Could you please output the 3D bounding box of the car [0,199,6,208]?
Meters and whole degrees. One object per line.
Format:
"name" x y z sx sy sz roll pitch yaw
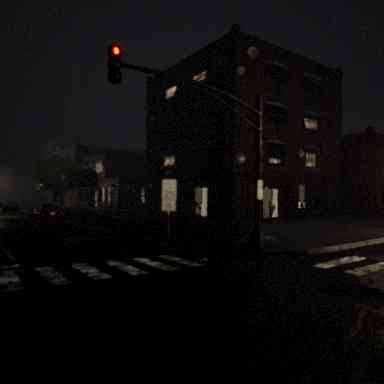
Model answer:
"car" -34.950 2.110 59.948 1.967 1.590 4.097 1 -1 -35

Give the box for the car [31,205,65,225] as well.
"car" -11.830 1.759 27.150 1.967 1.590 4.097 1 -1 -35

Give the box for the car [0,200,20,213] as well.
"car" -24.528 2.035 45.181 1.752 1.417 4.829 1 -1 -35
